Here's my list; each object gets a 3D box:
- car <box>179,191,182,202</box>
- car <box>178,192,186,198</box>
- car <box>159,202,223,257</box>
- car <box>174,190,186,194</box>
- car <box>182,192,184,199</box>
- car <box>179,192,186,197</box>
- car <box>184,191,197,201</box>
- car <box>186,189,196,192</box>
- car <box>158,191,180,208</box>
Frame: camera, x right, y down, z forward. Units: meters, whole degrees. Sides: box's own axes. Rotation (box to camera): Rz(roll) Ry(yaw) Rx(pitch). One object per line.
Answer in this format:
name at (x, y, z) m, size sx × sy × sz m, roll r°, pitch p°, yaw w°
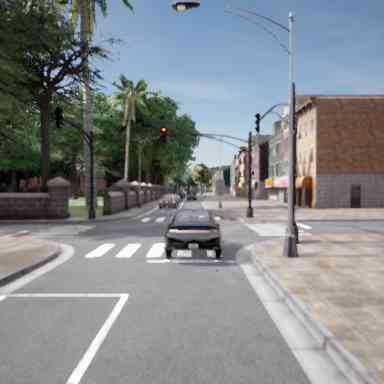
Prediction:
car at (-2.663, 0.970, 42.881) m, size 1.967 × 1.590 × 4.097 m, roll 0°, pitch 1°, yaw 0°
car at (-2.691, 0.735, 88.390) m, size 1.887 × 1.381 × 4.507 m, roll 0°, pitch 0°, yaw 0°
car at (0.058, 1.341, 12.151) m, size 2.128 × 1.511 × 4.902 m, roll 0°, pitch 1°, yaw 0°
car at (-3.019, 0.533, 70.826) m, size 2.150 × 2.045 × 5.566 m, roll 0°, pitch 0°, yaw 0°
car at (-2.671, 1.013, 54.260) m, size 1.802 × 1.307 × 4.206 m, roll 0°, pitch 0°, yaw 0°
car at (-2.694, 0.708, 94.079) m, size 2.008 × 1.369 × 4.403 m, roll -1°, pitch 0°, yaw 0°
car at (0.020, 0.972, 61.812) m, size 1.895 × 1.301 × 4.718 m, roll 0°, pitch 0°, yaw 0°
car at (-0.038, 0.356, 71.750) m, size 2.150 × 2.045 × 5.566 m, roll 0°, pitch 0°, yaw 0°
car at (-2.661, 1.023, 37.193) m, size 1.967 × 1.590 × 4.097 m, roll 0°, pitch 1°, yaw 0°
